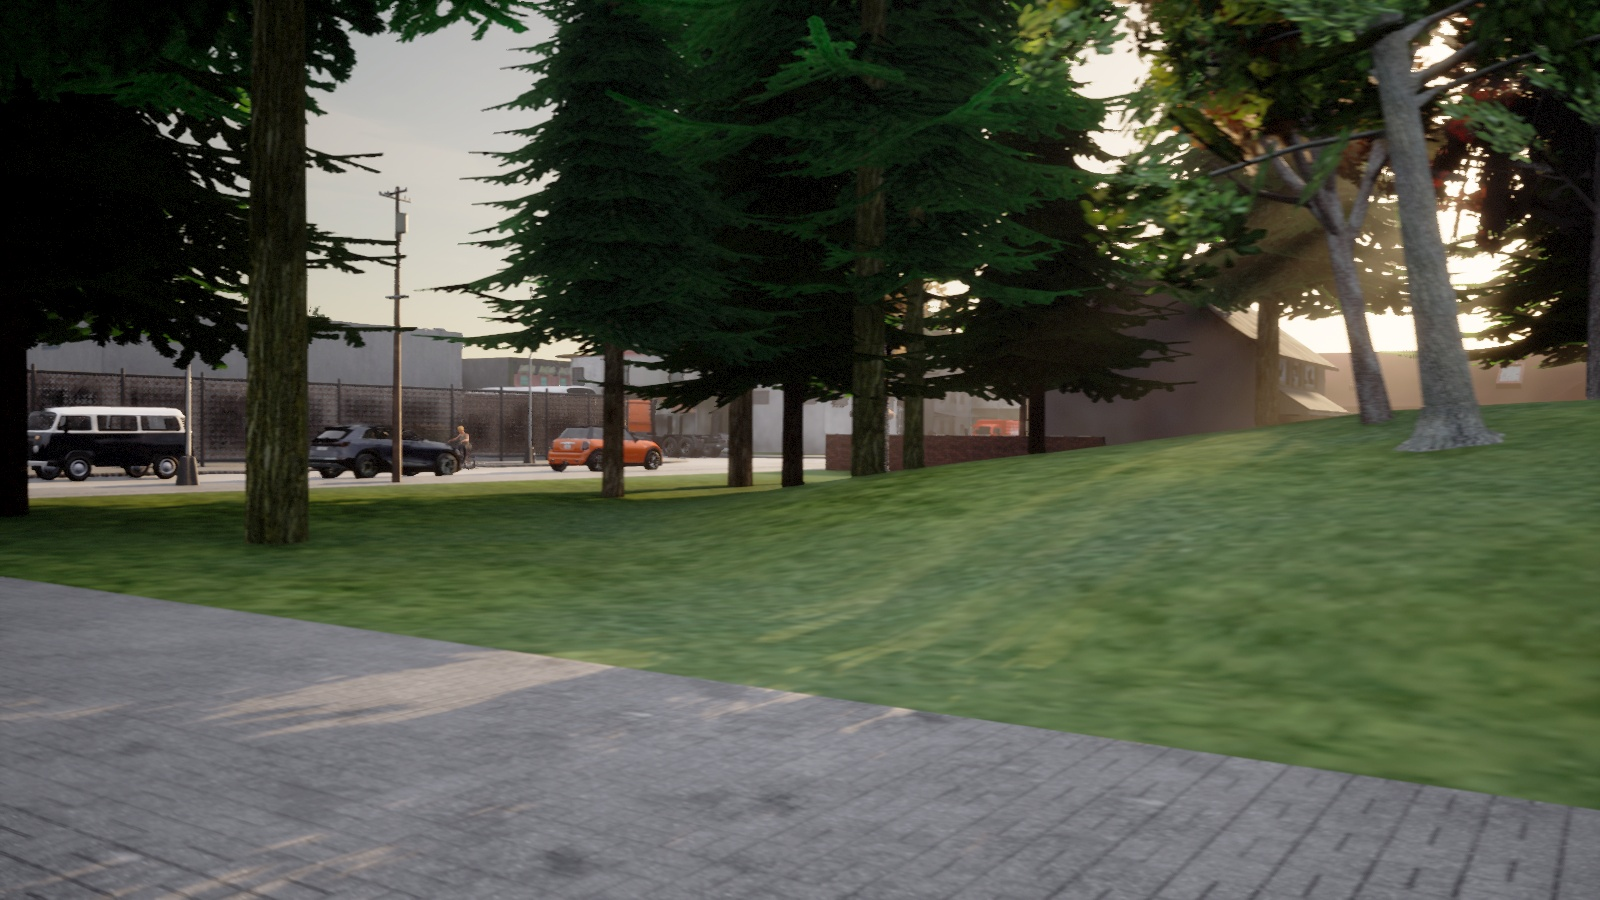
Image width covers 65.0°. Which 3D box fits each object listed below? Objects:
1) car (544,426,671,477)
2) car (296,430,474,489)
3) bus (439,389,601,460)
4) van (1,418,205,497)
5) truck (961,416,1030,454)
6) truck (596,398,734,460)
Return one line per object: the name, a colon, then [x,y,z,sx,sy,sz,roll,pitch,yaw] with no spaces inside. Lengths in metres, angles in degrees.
car: [-7.003,0.024,46.053,2.097,1.767,4.553,0,1,33]
car: [-12.419,0.255,37.891,2.033,1.649,4.856,0,1,34]
bus: [-17.981,-1.579,80.313,10.273,4.253,3.944,0,1,33]
van: [-19.258,0.153,34.884,2.069,2.038,4.480,0,1,32]
truck: [13.049,-1.019,83.627,2.627,2.467,5.204,0,1,33]
truck: [-7.993,-1.185,73.741,7.936,3.462,2.891,0,1,33]
